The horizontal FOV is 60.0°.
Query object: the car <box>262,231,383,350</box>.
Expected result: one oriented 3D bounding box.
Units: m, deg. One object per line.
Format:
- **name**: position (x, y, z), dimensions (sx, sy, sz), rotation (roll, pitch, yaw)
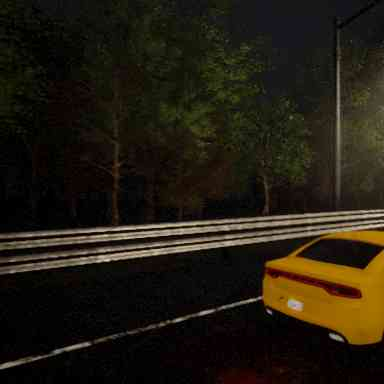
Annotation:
- **car**: position (3.503, 1.475, 6.225), dimensions (5.008, 1.535, 1.882), rotation (0, 0, -35)
